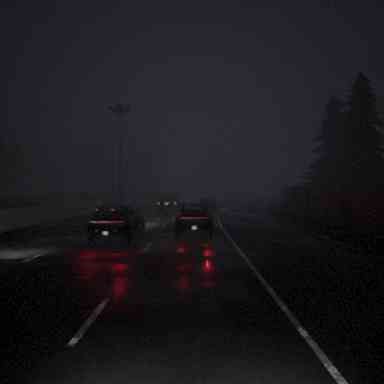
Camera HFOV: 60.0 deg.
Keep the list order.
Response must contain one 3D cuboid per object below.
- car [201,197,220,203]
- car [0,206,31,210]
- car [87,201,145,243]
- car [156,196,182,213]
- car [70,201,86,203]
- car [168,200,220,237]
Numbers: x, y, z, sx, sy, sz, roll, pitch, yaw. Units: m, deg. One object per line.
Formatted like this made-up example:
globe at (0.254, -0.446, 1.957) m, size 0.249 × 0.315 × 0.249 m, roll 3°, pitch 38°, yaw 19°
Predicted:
car at (1.813, 1.243, 34.792) m, size 1.882 × 1.535 × 5.008 m, roll 0°, pitch 0°, yaw 10°
car at (-19.280, 1.277, 36.995) m, size 1.812 × 1.442 × 4.674 m, roll 0°, pitch 0°, yaw 10°
car at (-3.385, 1.387, 15.480) m, size 2.128 × 1.511 × 4.902 m, roll 0°, pitch 0°, yaw 0°
car at (-2.039, 1.129, 32.990) m, size 2.097 × 1.767 × 4.553 m, roll 0°, pitch 0°, yaw 8°
car at (-12.456, 1.287, 35.489) m, size 1.812 × 1.442 × 4.674 m, roll 0°, pitch 0°, yaw 10°
car at (0.140, 1.374, 17.316) m, size 2.128 × 1.511 × 4.902 m, roll 0°, pitch 0°, yaw 1°
